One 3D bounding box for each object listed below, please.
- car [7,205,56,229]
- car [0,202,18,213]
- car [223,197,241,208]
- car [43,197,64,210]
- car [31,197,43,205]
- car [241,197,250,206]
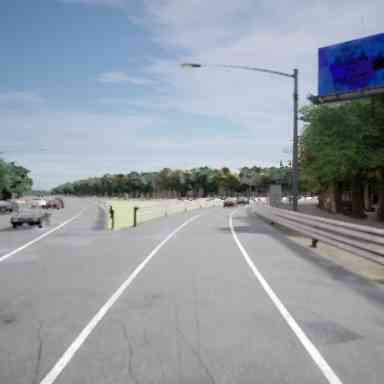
[{"bbox_3d":[-11.323,1.855,23.757,1.895,1.301,4.718,1,-1,-14],"label":"car"},{"bbox_3d":[-23.176,2.001,42.002,1.812,1.442,4.674,1,-1,-15],"label":"car"},{"bbox_3d":[6.678,1.949,57.765,1.882,1.535,5.008,1,0,17],"label":"car"},{"bbox_3d":[-23.969,2.094,57.605,2.097,1.767,4.553,1,-1,-16],"label":"car"},{"bbox_3d":[-29.977,2.073,65.133,2.150,2.045,5.566,1,-1,-17],"label":"car"},{"bbox_3d":[10.641,1.882,69.754,2.097,1.767,4.553,1,0,22],"label":"car"}]
